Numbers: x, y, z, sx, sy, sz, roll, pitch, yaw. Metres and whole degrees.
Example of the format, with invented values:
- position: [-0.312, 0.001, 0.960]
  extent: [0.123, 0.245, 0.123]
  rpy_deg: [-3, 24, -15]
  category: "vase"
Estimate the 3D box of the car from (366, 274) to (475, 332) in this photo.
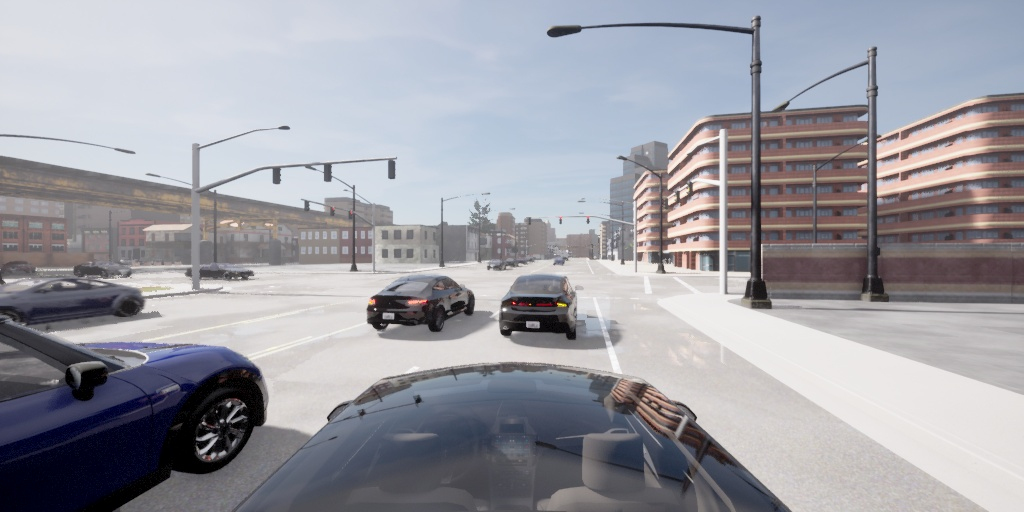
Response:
- position: [-2.531, 1.276, 10.848]
  extent: [1.812, 1.442, 4.674]
  rpy_deg: [0, 0, 11]
  category: "car"

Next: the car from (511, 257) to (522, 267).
- position: [-0.198, 0.957, 57.261]
  extent: [1.882, 1.535, 5.008]
  rpy_deg: [0, 1, 11]
  category: "car"

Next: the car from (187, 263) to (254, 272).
- position: [-24.883, 1.297, 30.548]
  extent: [5.357, 1.411, 2.033]
  rpy_deg: [0, 0, 10]
  category: "car"

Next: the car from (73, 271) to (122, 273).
- position: [-13.523, 1.314, 10.361]
  extent: [1.994, 1.385, 4.181]
  rpy_deg: [0, 0, 10]
  category: "car"

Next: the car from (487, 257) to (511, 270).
- position: [-2.002, 1.106, 47.985]
  extent: [2.128, 1.511, 4.902]
  rpy_deg: [0, 1, 11]
  category: "car"

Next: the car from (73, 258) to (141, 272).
- position: [-37.379, 1.237, 32.784]
  extent: [4.902, 1.511, 2.128]
  rpy_deg: [0, 0, 11]
  category: "car"

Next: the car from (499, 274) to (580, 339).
- position: [0.914, 1.255, 10.206]
  extent: [1.837, 1.490, 4.892]
  rpy_deg: [0, 0, 11]
  category: "car"

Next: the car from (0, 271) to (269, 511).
- position: [-3.858, 1.102, 2.072]
  extent: [2.097, 1.767, 4.553]
  rpy_deg: [0, 0, 6]
  category: "car"
